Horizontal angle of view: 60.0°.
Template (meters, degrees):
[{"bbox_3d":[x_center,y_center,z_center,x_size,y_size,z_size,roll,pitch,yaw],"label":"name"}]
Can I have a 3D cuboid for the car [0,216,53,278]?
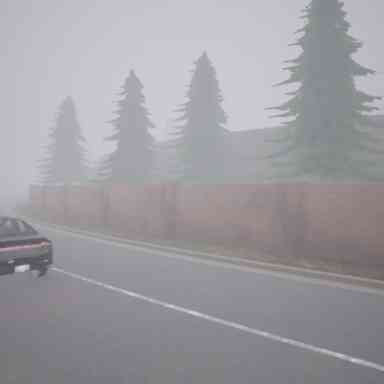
[{"bbox_3d":[-5.441,1.393,8.745,4.902,1.511,2.128,1,0,42],"label":"car"}]
